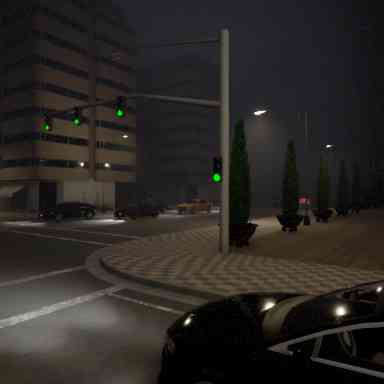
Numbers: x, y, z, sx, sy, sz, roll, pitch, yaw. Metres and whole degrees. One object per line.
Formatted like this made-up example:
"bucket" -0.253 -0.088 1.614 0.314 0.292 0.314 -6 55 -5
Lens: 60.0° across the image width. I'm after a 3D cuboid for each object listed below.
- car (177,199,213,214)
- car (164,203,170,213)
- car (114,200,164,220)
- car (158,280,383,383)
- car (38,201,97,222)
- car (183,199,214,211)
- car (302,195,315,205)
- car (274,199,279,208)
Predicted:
"car" 0.368 1.533 36.316 1.882 1.535 5.008 0 0 35
"car" -4.538 1.603 35.443 2.033 1.411 5.357 0 0 35
"car" -4.784 1.619 29.030 1.994 1.385 4.181 0 0 35
"car" 1.895 1.492 2.622 4.902 1.511 2.128 0 0 36
"car" -10.160 1.560 27.487 1.837 1.490 4.892 0 0 35
"car" 0.916 1.619 43.131 1.994 1.385 4.181 0 0 36
"car" 20.296 1.407 58.482 2.097 1.767 4.553 0 0 32
"car" 13.622 1.547 48.664 2.128 1.511 4.902 0 0 35
